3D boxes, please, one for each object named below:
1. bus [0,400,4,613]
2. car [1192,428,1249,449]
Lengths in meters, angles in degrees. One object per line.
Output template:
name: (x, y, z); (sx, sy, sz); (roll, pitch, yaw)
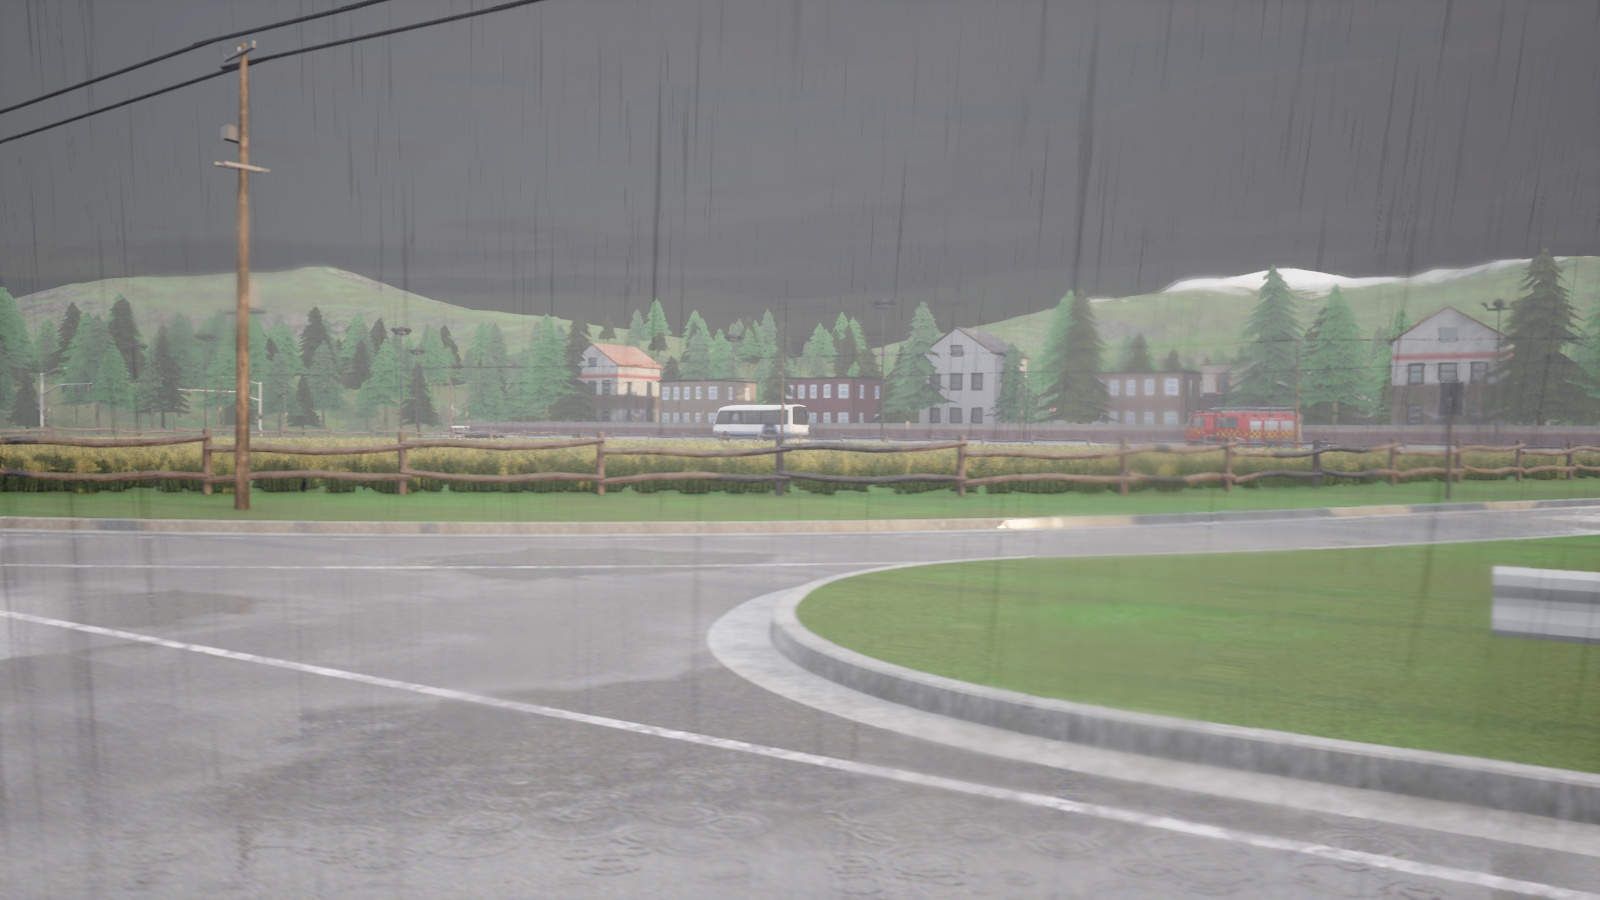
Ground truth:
bus: (-12.253, -0.694, 11.759); (10.273, 4.253, 3.944); (0, 1, 32)
car: (31.536, -0.861, 94.237); (3.705, 1.549, 1.789); (0, 1, 34)
